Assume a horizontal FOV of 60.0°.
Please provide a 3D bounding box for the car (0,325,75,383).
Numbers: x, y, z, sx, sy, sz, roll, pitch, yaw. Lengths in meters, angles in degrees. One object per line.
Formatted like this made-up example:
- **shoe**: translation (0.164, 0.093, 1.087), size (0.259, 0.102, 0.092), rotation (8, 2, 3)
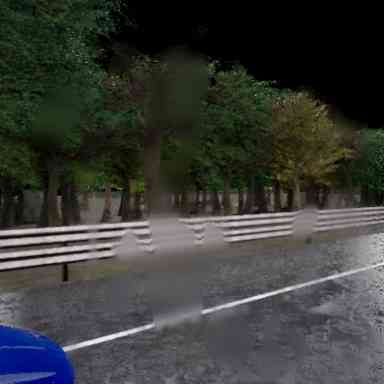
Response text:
- **car**: translation (-3.124, 1.486, 1.518), size (5.008, 1.535, 1.882), rotation (0, 0, -36)
